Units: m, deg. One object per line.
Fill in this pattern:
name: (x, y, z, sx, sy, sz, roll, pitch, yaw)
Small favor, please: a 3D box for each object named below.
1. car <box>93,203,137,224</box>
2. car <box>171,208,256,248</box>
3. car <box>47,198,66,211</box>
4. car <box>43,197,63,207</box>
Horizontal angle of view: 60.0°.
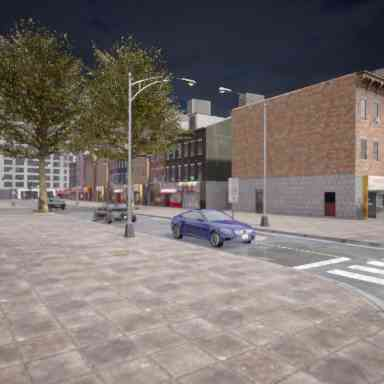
car: (-5.591, 1.507, 23.977, 1.994, 1.385, 4.181, 0, 0, -35)
car: (0.749, 1.484, 14.949, 1.812, 1.442, 4.674, 0, 0, -35)
car: (-16.396, 1.437, 39.461, 1.837, 1.490, 4.892, 0, 0, -35)
car: (-22.017, 1.533, 52.497, 1.895, 1.301, 4.718, 0, 0, -35)
